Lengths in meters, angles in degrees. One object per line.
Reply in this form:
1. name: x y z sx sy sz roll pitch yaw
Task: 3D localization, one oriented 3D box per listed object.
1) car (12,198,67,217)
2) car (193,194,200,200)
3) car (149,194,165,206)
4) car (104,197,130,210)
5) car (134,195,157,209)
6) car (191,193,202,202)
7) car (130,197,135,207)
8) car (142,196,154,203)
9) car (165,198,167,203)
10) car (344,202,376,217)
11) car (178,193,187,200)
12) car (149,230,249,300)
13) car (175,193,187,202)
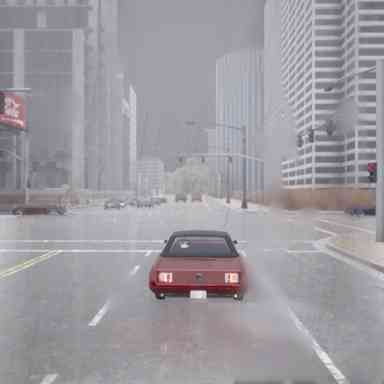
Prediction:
1. car: -14.065 1.352 30.742 4.553 1.767 2.097 0 0 1
2. car: 1.181 1.353 84.086 1.812 1.442 4.674 0 0 1
3. car: -6.304 1.491 55.841 2.128 1.511 4.902 0 0 1
4. car: -9.995 1.491 43.276 2.128 1.511 4.902 0 0 1
5. car: -6.442 1.526 46.712 1.812 1.442 4.674 0 0 1
6. car: 1.029 1.216 73.416 2.150 2.045 5.566 0 0 1
7. car: -9.857 1.491 52.704 2.128 1.511 4.902 0 0 1
8. car: -9.491 1.524 72.098 1.812 1.442 4.674 0 0 1
9. car: -6.107 1.601 65.939 1.895 1.301 4.718 0 0 1
10. car: 16.539 1.601 30.469 4.718 1.301 1.895 0 0 1
11. car: -2.319 1.184 84.106 2.097 1.767 4.553 0 0 1
12. car: 0.214 1.601 8.344 1.895 1.301 4.718 0 0 2
13. car: -2.471 1.216 73.466 2.150 2.045 5.566 0 0 1
